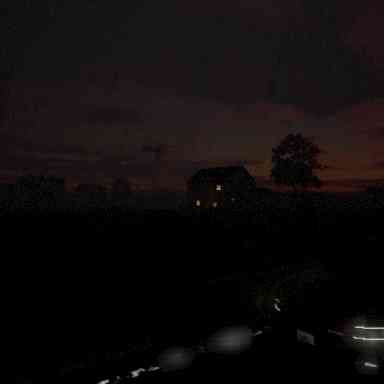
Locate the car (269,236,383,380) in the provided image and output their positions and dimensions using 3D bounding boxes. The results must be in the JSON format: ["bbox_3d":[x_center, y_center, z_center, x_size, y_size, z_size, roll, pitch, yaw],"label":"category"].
[{"bbox_3d":[3.419,1.512,5.507,5.008,1.535,1.882,0,0,-35],"label":"car"}]
